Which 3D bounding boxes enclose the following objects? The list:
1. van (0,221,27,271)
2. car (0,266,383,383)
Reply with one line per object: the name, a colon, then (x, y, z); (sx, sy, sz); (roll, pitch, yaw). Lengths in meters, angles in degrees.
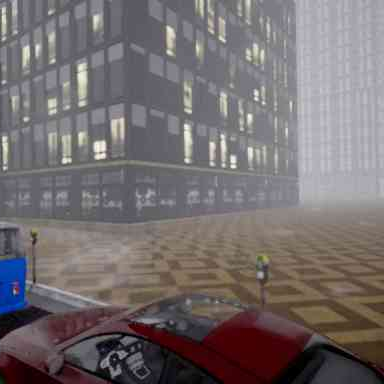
van: (-4.694, 1.339, 6.090); (3.998, 1.788, 1.690); (0, -1, 36)
car: (-0.164, 1.581, 2.854); (4.206, 1.307, 1.802); (0, -1, 36)
